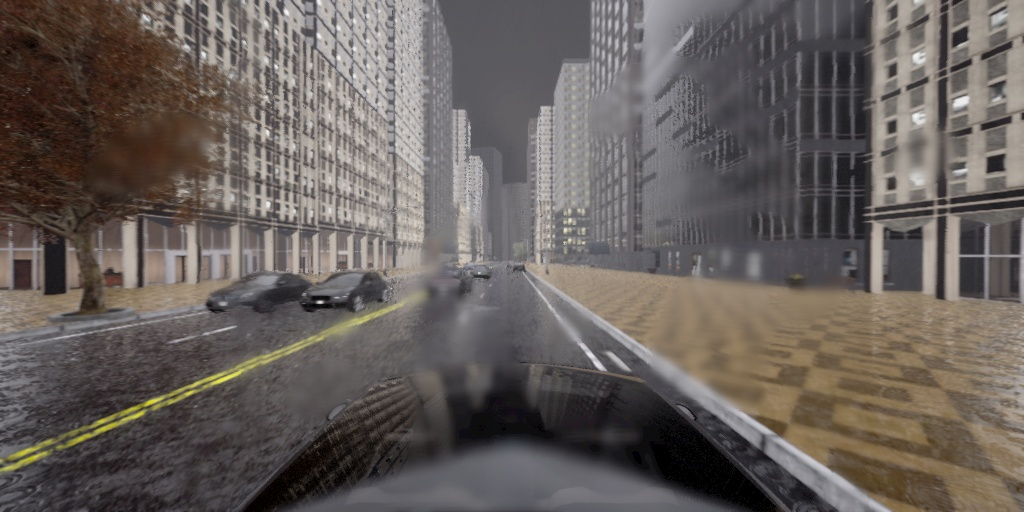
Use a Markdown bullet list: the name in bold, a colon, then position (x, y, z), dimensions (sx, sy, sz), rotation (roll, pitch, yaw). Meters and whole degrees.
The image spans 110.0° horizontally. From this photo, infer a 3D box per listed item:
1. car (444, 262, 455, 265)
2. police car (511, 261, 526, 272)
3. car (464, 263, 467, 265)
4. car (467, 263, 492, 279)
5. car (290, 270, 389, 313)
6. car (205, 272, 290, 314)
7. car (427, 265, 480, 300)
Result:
- **car**: position (-9.795, 1.730, 55.288), dimensions (1.837, 1.490, 4.892), rotation (0, -1, 1)
- **police car**: position (1.143, 1.654, 55.952), dimensions (1.930, 1.638, 5.238), rotation (0, -1, 0)
- **car**: position (-6.549, 1.748, 55.311), dimensions (1.812, 1.442, 4.674), rotation (0, -1, 1)
- **car**: position (-3.146, 1.622, 36.737), dimensions (1.994, 1.385, 4.181), rotation (0, -1, 0)
- **car**: position (-6.597, 1.369, 14.750), dimensions (1.837, 1.490, 4.892), rotation (0, -1, 0)
- **car**: position (-9.847, 1.388, 14.552), dimensions (1.812, 1.442, 4.674), rotation (0, -1, 0)
- **car**: position (-3.148, 1.393, 19.001), dimensions (2.128, 1.511, 4.902), rotation (0, -1, 0)
